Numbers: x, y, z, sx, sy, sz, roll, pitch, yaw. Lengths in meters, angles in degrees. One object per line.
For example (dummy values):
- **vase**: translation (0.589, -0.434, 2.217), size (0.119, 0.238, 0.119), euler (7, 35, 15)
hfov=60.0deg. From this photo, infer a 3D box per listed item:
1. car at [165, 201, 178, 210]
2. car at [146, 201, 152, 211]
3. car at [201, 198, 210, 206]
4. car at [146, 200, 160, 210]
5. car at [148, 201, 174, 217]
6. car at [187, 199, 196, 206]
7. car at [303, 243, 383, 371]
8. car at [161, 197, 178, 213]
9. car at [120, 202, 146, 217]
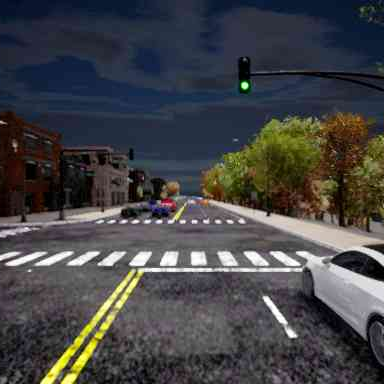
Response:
- **car**: translation (-3.422, 2.234, 56.810), size (1.994, 1.385, 4.181), euler (0, -1, 0)
- **car**: translation (-6.663, 2.097, 46.645), size (2.033, 1.411, 5.357), euler (0, -1, -1)
- **car**: translation (3.093, 2.266, 77.198), size (2.097, 1.767, 4.553), euler (0, -1, 0)
- **car**: translation (-6.672, 2.194, 56.682), size (1.812, 1.442, 4.674), euler (0, -1, 0)
- **car**: translation (-3.382, 2.035, 36.870), size (1.895, 1.301, 4.718), euler (0, -1, 0)
- **car**: translation (-0.157, 2.436, 77.305), size (1.812, 1.442, 4.674), euler (0, -1, 0)
- **car**: translation (3.354, 1.592, 5.569), size (1.812, 1.442, 4.674), euler (0, -1, 1)
- **car**: translation (-3.415, 1.772, 46.765), size (2.150, 2.045, 5.566), euler (0, -1, -1)
- **car**: translation (-6.631, 2.035, 36.858), size (1.895, 1.301, 4.718), euler (0, -1, 0)
